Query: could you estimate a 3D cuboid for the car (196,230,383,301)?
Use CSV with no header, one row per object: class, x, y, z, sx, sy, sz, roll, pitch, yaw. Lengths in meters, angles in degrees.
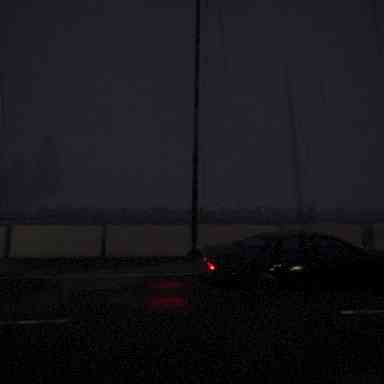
car,2.802,1.675,8.149,5.357,1.411,2.033,0,-1,-5
